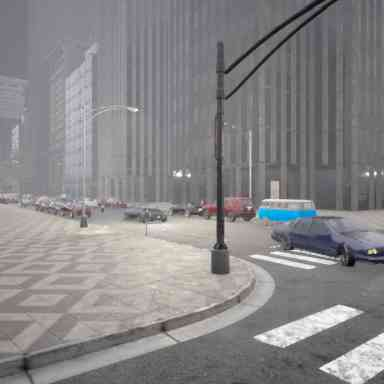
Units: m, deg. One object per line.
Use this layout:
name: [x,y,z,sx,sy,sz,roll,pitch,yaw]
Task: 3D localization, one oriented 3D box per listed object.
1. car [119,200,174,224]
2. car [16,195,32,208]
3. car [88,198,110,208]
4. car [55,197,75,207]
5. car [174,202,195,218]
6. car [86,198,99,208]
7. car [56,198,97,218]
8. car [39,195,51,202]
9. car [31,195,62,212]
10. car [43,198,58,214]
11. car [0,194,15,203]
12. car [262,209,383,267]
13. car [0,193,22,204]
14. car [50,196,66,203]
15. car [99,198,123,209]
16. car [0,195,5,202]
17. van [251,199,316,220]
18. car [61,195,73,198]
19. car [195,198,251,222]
car: [-3.545,1.597,25.187,1.994,1.385,4.181,0,0,-36]
car: [-24.050,1.562,48.835,2.008,1.369,4.403,0,0,-36]
car: [-13.826,1.601,49.305,1.802,1.307,4.206,0,0,-36]
car: [-20.381,1.575,53.417,1.994,1.385,4.181,0,0,-36]
car: [-0.495,1.599,31.105,1.947,1.339,4.313,0,0,-36]
car: [-14.365,1.546,45.292,1.812,1.442,4.674,0,0,-36]
car: [-10.720,1.571,30.637,1.887,1.381,4.507,0,0,-36]
car: [-33.937,1.481,76.774,1.752,1.417,4.829,0,0,-35]
car: [-17.385,1.460,39.736,1.967,1.590,4.097,0,0,-36]
car: [-14.053,1.605,35.187,1.802,1.307,4.206,0,0,-36]
car: [-37.379,1.285,67.035,2.192,1.841,5.009,0,0,-36]
car: [4.905,1.568,11.862,2.033,1.411,5.357,0,0,-19]
car: [-34.046,1.298,62.485,2.192,1.841,5.009,0,0,-36]
car: [-27.257,1.511,67.644,1.752,1.417,4.829,0,0,-36]
car: [-10.492,1.463,44.754,1.967,1.590,4.097,0,0,-36]
car: [-43.920,1.465,75.964,1.752,1.417,4.829,1,0,-35]
van: [6.172,1.379,22.004,1.690,1.788,3.998,0,0,-36]
car: [-17.468,1.525,44.314,1.837,1.490,4.892,0,0,-36]
car: [2.838,1.352,26.555,2.192,1.841,5.009,0,0,-36]
